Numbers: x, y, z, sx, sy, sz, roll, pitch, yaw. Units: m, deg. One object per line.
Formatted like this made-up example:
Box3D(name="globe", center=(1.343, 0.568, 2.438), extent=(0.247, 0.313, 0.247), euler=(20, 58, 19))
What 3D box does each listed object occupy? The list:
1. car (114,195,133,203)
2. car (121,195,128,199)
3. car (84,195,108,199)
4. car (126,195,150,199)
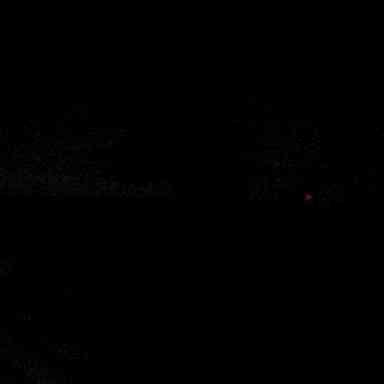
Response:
Box3D(name="car", center=(-15.332, 1.538, 74.543), extent=(3.866, 1.878, 1.905), euler=(0, -1, -41))
Box3D(name="car", center=(-13.108, 1.551, 72.628), extent=(4.605, 1.855, 1.932), euler=(0, -1, -41))
Box3D(name="car", center=(-23.758, 1.657, 84.171), extent=(5.027, 1.636, 2.152), euler=(0, -1, -41))
Box3D(name="car", center=(-8.521, 1.738, 55.907), extent=(3.806, 1.475, 1.970), euler=(0, -1, -41))
